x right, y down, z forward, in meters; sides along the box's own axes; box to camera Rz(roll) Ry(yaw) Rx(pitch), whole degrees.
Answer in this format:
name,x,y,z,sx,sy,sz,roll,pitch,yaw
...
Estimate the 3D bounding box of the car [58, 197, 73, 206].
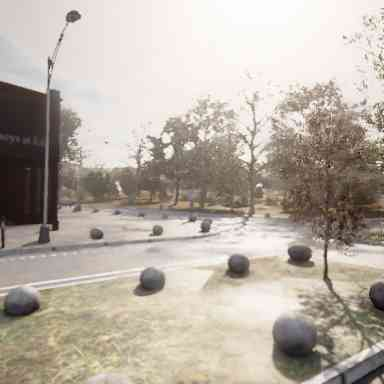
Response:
name,x,y,z,sx,sy,sz,roll,pitch,yaw
car,-19.398,1.387,48.756,4.181,1.385,1.994,2,0,35
